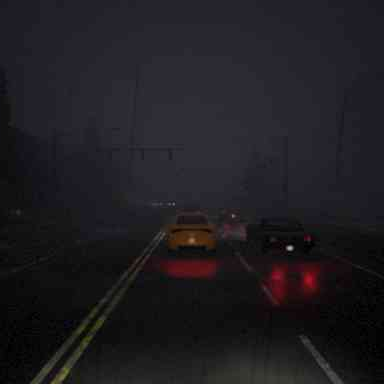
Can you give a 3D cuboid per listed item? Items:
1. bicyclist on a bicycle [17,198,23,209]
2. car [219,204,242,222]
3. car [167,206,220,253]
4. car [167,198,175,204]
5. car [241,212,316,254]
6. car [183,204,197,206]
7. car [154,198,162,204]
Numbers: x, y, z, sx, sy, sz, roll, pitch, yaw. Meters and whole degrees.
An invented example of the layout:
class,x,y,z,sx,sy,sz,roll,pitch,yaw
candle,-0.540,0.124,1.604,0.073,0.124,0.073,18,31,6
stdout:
class,x,y,z,sx,sy,sz,roll,pitch,yaw
bicyclist on a bicycle,-26.175,1.779,50.683,0.582,1.620,1.656,0,0,-1
car,3.419,1.803,29.488,1.812,1.442,4.674,0,0,1
car,0.002,1.614,14.474,1.882,1.535,5.008,0,0,0
car,-5.415,2.371,87.858,1.994,1.385,4.181,0,-1,-2
car,3.499,1.734,14.105,1.895,1.301,4.718,0,0,0
car,-0.170,1.802,29.417,1.812,1.442,4.674,0,0,-2
car,-8.913,2.317,87.766,1.837,1.490,4.892,0,-1,-2
